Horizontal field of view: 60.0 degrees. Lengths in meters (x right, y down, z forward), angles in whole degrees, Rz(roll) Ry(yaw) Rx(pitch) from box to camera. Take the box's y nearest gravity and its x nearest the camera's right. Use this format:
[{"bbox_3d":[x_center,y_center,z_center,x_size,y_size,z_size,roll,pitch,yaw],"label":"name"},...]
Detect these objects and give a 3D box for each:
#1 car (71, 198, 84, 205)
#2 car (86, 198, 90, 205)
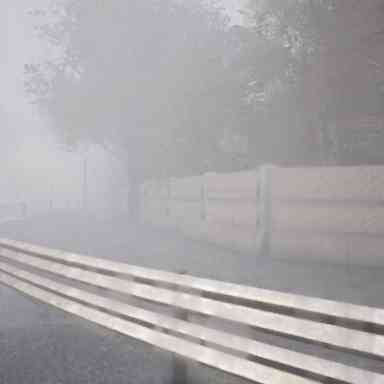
[{"bbox_3d":[-24.706,1.974,71.553,1.882,1.535,5.008,0,-1,-9],"label":"car"},{"bbox_3d":[-26.335,2.293,81.734,2.128,1.511,4.902,0,-1,-9],"label":"car"}]
